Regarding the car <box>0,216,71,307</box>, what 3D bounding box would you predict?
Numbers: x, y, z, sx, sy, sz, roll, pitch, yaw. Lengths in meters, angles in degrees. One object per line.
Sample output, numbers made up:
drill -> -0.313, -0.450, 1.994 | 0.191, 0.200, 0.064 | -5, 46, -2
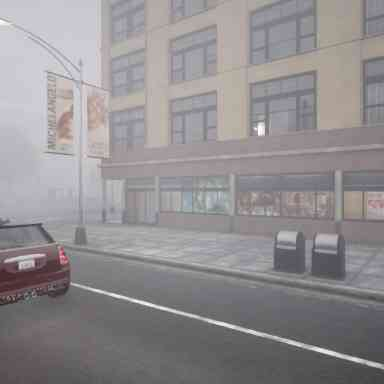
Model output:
car -> -4.763, 1.352, 7.369 | 4.553, 1.767, 2.097 | 0, 0, 36
